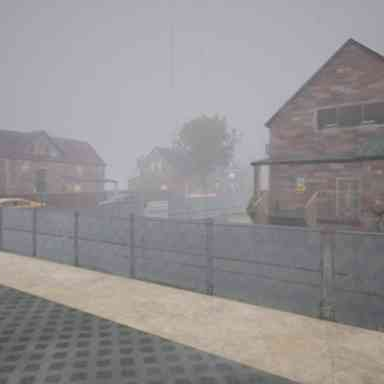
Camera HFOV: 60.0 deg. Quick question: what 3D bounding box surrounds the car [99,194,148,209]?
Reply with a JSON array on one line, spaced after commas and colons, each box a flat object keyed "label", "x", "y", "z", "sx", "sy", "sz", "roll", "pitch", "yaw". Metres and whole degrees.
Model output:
[{"label": "car", "x": -5.959, "y": 0.946, "z": 28.957, "sx": 1.837, "sy": 1.490, "sz": 4.892, "roll": 1, "pitch": 2, "yaw": 35}]

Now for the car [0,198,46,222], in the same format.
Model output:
[{"label": "car", "x": -11.709, "y": 1.154, "z": 20.838, "sx": 1.882, "sy": 1.535, "sz": 5.008, "roll": 1, "pitch": 2, "yaw": 35}]

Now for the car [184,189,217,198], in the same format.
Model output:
[{"label": "car", "x": 1.011, "y": 0.512, "z": 38.753, "sx": 2.097, "sy": 1.767, "sz": 4.553, "roll": 1, "pitch": 2, "yaw": 37}]
